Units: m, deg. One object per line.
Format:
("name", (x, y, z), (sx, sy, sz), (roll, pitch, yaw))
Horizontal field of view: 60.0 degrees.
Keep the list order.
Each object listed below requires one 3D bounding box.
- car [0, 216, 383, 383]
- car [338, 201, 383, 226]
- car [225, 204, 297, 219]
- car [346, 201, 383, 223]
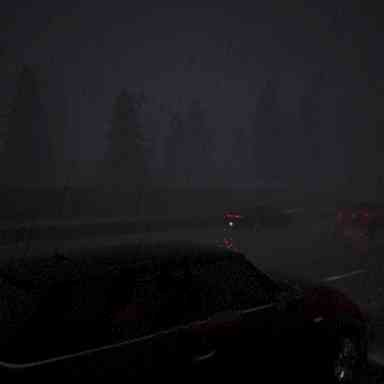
("car", (-0.030, 1.352, 3.726), (4.553, 1.767, 2.097), (0, 0, -36))
("car", (10.853, 1.357, 20.092), (4.553, 1.767, 2.097), (0, 0, -35))
("car", (4.143, 1.506, 19.459), (4.892, 1.490, 1.837), (1, -1, -34))
("car", (14.421, 1.513, 26.143), (4.892, 1.490, 1.837), (0, 0, -32))
